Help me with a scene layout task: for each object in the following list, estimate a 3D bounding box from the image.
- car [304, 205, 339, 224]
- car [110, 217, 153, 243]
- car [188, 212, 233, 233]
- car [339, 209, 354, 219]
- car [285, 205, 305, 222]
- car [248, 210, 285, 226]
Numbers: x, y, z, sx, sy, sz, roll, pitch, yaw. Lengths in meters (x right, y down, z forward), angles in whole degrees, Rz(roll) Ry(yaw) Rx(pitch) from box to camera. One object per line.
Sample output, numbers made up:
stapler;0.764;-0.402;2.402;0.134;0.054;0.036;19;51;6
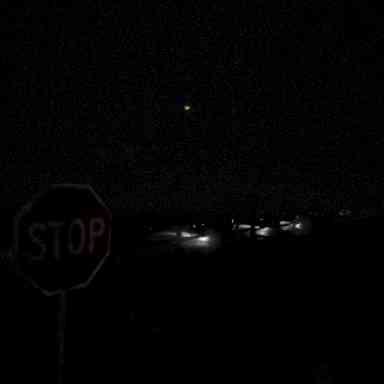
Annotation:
car;16.511;2.829;42.329;2.150;2.045;5.566;2;0;36
car;-4.476;2.102;18.276;2.033;1.411;5.357;2;0;36
car;1.589;2.383;26.687;1.837;1.490;4.892;2;0;36
car;24.906;3.502;53.987;1.812;1.442;4.674;2;0;37
car;13.964;2.720;43.756;2.150;2.045;5.566;2;0;38
car;7.702;2.700;35.137;1.837;1.490;4.892;2;0;37
